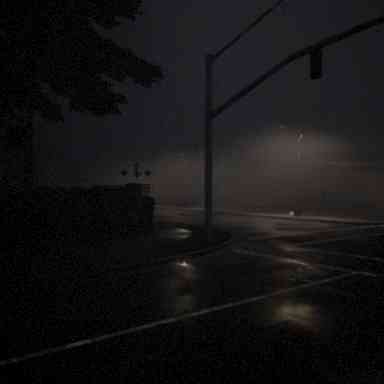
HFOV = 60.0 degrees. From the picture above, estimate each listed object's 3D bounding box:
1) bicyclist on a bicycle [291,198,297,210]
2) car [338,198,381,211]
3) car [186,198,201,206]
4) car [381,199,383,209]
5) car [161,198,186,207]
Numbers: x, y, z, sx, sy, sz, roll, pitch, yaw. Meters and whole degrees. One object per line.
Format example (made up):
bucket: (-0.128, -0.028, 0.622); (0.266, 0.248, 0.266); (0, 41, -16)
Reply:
bicyclist on a bicycle: (13.914, 1.662, 45.175); (1.656, 1.620, 0.582); (-5, -7, -37)
car: (21.492, 1.558, 43.533); (2.242, 1.667, 4.611); (0, 0, -35)
car: (-0.628, 1.753, 58.159); (2.033, 1.411, 5.357); (0, 0, -35)
car: (25.757, 1.755, 47.455); (1.970, 1.475, 3.806); (0, 0, -35)
car: (-3.493, 1.748, 56.149); (1.994, 1.385, 4.181); (0, 0, -35)
